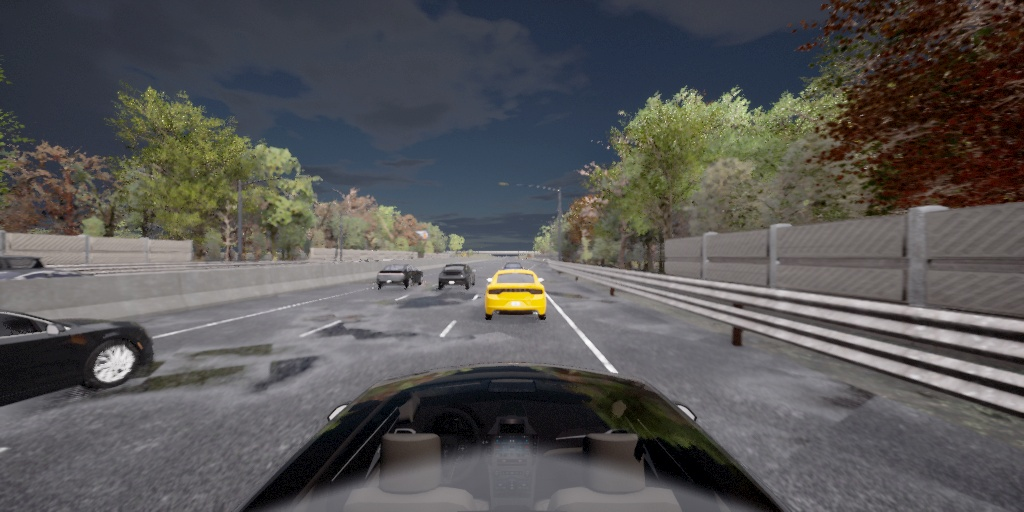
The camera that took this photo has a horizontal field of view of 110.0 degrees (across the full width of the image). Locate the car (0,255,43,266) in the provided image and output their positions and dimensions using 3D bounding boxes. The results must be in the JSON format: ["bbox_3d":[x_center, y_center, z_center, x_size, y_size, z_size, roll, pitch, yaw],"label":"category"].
[{"bbox_3d":[-21.007,0.970,13.183,2.150,2.045,5.566,0,0,0],"label":"car"}]

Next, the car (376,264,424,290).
[{"bbox_3d":[-6.891,1.228,22.510,2.128,1.511,4.902,0,0,0],"label":"car"}]

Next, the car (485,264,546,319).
[{"bbox_3d":[0.116,1.219,12.782,1.882,1.535,5.008,0,0,0],"label":"car"}]

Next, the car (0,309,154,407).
[{"bbox_3d":[-6.901,1.254,3.946,1.837,1.490,4.892,0,0,0],"label":"car"}]

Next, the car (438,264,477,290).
[{"bbox_3d":[-3.391,1.241,22.599,1.837,1.490,4.892,0,0,0],"label":"car"}]

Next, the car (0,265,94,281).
[{"bbox_3d":[-17.511,1.236,12.761,2.128,1.511,4.902,0,0,0],"label":"car"}]
